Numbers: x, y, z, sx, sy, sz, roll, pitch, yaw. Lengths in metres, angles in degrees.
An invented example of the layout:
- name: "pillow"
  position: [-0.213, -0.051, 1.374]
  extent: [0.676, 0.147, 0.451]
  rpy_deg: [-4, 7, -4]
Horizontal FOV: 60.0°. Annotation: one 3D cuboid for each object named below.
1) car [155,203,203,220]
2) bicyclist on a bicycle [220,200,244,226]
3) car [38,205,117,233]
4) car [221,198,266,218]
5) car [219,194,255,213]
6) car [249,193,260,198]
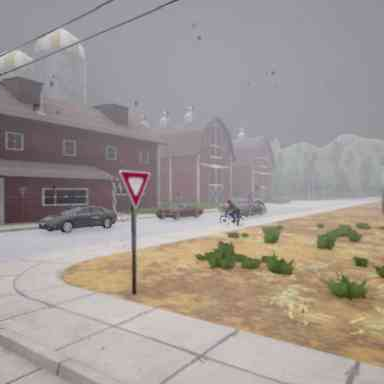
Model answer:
- name: "car"
  position: [-1.045, 1.666, 28.638]
  extent: [1.895, 1.301, 4.718]
  rpy_deg: [0, 0, 35]
- name: "bicyclist on a bicycle"
  position: [2.436, 1.326, 20.520]
  extent: [1.656, 1.620, 0.582]
  rpy_deg: [-1, 0, 35]
- name: "car"
  position: [-6.830, 1.570, 20.286]
  extent: [1.837, 1.490, 4.892]
  rpy_deg: [0, 0, 35]
- name: "car"
  position: [5.144, 1.593, 31.083]
  extent: [2.033, 1.411, 5.357]
  rpy_deg: [0, 0, 35]
- name: "car"
  position: [4.812, 1.418, 37.082]
  extent: [2.097, 1.767, 4.553]
  rpy_deg: [0, 0, 35]
- name: "car"
  position: [9.662, 1.233, 51.296]
  extent: [1.905, 1.878, 3.866]
  rpy_deg: [6, 1, -8]
